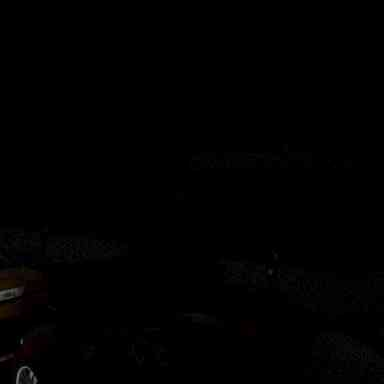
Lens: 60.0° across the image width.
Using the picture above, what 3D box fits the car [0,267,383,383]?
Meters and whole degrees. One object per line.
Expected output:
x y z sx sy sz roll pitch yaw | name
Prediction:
0.011 1.581 3.070 4.206 1.307 1.802 0 1 36 | car

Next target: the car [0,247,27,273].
-4.670 1.523 6.419 4.829 1.417 1.752 0 1 36 | car
